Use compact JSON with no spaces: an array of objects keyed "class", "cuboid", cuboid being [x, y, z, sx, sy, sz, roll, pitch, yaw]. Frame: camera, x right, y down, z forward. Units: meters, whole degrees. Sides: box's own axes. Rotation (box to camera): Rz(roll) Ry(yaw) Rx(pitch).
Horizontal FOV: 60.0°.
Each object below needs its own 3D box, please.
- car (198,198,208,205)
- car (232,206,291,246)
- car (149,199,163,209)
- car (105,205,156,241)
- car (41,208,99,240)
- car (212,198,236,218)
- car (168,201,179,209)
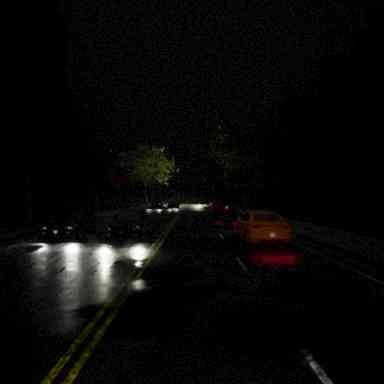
[{"class":"car","cuboid":[3.242,2.718,88.056,1.837,1.490,4.892,0,-1,0]},{"class":"car","cuboid":[3.355,1.659,16.304,1.882,1.535,5.008,0,-1,0]},{"class":"car","cuboid":[-6.521,2.141,59.869,2.097,1.767,4.553,0,-1,1]},{"class":"car","cuboid":[-3.343,1.682,18.218,1.882,1.535,5.008,0,-1,0]},{"class":"car","cuboid":[-6.592,1.712,18.490,1.837,1.490,4.892,0,-1,0]},{"class":"car","cuboid":[3.366,1.647,34.995,2.150,2.045,5.566,0,-1,0]},{"class":"car","cuboid":[-3.267,2.329,59.384,2.033,1.411,5.357,0,-1,1]}]
